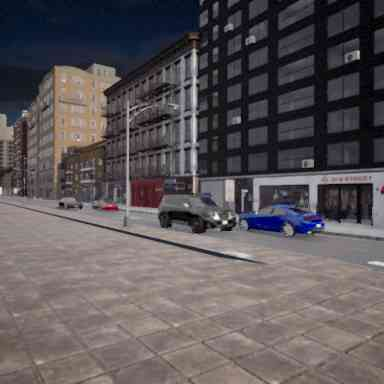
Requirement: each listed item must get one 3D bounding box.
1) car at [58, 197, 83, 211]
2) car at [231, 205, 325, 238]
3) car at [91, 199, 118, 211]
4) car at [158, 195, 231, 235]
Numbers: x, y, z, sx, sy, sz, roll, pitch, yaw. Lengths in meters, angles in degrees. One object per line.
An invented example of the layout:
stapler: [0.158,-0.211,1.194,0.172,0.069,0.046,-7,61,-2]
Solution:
car: [-14.676,1.391,40.022,1.882,1.535,5.008,0,0,-35]
car: [4.609,1.461,17.863,1.882,1.535,5.008,0,0,-35]
car: [-10.249,1.500,38.791,1.994,1.385,4.181,0,0,-35]
car: [0.090,1.187,19.132,2.150,2.045,5.566,0,0,-35]
